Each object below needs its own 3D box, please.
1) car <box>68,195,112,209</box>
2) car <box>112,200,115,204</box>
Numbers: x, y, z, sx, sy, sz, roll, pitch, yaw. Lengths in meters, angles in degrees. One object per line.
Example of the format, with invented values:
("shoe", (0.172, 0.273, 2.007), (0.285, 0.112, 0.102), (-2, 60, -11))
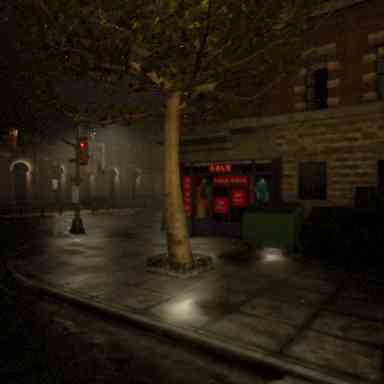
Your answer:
("car", (-12.800, 1.200, 40.882), (1.882, 1.535, 5.008), (1, 0, 36))
("car", (-12.988, 1.292, 45.950), (1.895, 1.301, 4.718), (1, 0, 36))
